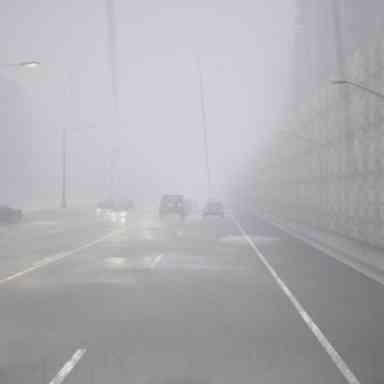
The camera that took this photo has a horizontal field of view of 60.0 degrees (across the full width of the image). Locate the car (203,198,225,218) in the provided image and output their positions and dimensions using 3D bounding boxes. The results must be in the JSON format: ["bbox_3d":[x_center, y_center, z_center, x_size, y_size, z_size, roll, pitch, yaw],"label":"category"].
[{"bbox_3d":[1.962,1.552,30.175,2.033,1.411,5.357,0,0,4],"label":"car"}]

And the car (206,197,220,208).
[{"bbox_3d":[3.179,1.555,50.429,2.033,1.411,5.357,0,0,4],"label":"car"}]

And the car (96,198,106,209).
[{"bbox_3d":[-11.206,1.481,45.026,2.033,1.411,5.357,0,0,4],"label":"car"}]

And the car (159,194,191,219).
[{"bbox_3d":[-1.585,1.208,29.608,2.150,2.045,5.566,0,0,4],"label":"car"}]

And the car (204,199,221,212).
[{"bbox_3d":[2.531,1.570,40.441,1.994,1.385,4.181,0,0,4],"label":"car"}]

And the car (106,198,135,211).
[{"bbox_3d":[-8.110,1.443,39.439,2.128,1.511,4.902,0,0,4],"label":"car"}]

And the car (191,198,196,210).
[{"bbox_3d":[-0.986,1.535,40.284,2.033,1.411,5.357,0,0,4],"label":"car"}]

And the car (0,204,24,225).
[{"bbox_3d":[-12.858,1.476,21.017,2.033,1.411,5.357,0,0,4],"label":"car"}]
